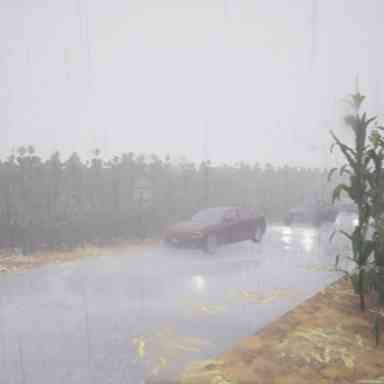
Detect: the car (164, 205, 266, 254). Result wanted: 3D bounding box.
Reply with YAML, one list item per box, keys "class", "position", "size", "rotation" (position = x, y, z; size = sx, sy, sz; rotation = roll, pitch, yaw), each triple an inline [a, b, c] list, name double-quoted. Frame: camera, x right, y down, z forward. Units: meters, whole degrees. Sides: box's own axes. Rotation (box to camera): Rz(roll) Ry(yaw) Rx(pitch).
- class: "car"
  position: [1.056, 1.332, 13.130]
  size: [1.882, 1.535, 5.008]
  rotation: [-1, 0, 41]

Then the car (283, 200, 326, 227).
- class: "car"
  position: [7.129, 1.207, 19.977]
  size: [1.994, 1.385, 4.181]
  rotation: [-1, 1, 42]
